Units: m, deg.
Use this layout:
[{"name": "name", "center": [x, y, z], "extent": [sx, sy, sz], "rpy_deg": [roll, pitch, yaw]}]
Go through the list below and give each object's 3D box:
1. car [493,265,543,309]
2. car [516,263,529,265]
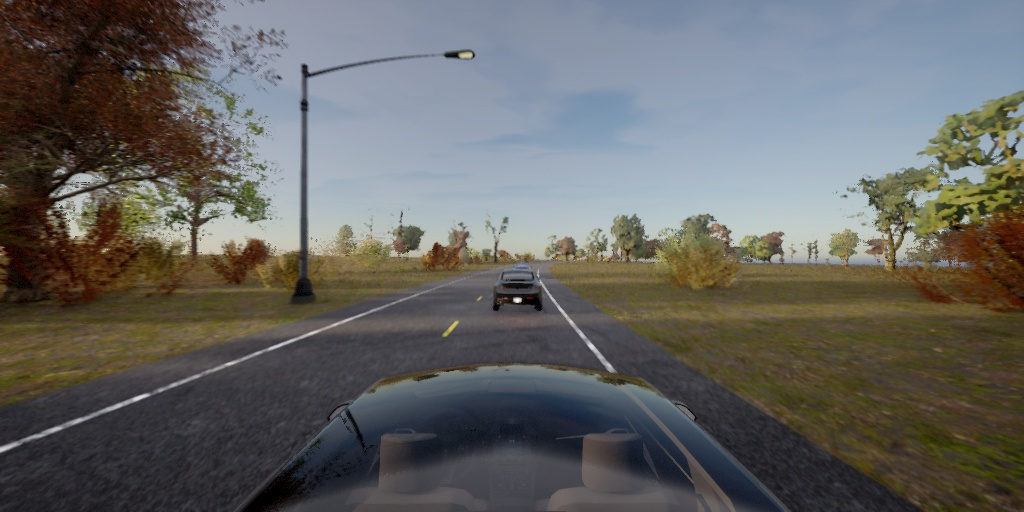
[{"name": "car", "center": [0.248, 1.304, 15.119], "extent": [1.837, 1.490, 4.892], "rpy_deg": [0, 0, 1]}, {"name": "car", "center": [1.060, 1.398, 36.277], "extent": [1.812, 1.442, 4.674], "rpy_deg": [0, 0, 3]}]
